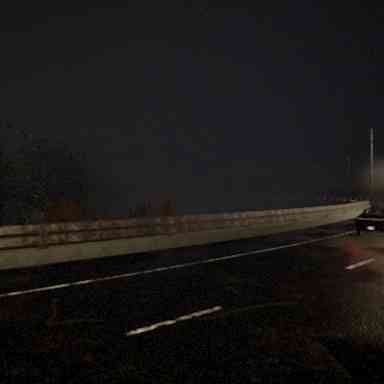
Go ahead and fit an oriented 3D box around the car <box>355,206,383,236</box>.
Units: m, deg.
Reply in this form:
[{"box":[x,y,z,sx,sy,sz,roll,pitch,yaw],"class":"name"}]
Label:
[{"box":[10.323,1.524,17.805,2.128,1.511,4.902,0,0,44],"class":"car"}]
